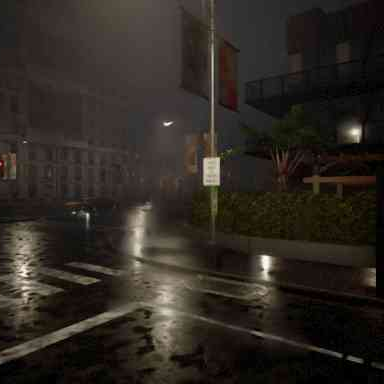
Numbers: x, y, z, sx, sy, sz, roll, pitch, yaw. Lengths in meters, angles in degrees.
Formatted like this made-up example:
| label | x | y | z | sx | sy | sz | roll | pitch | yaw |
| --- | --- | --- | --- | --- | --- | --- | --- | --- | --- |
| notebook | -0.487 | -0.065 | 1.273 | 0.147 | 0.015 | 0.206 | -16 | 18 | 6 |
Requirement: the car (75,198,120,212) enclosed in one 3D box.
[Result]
| label | x | y | z | sx | sy | sz | roll | pitch | yaw |
| --- | --- | --- | --- | --- | --- | --- | --- | --- | --- |
| car | -10.581 | 1.505 | 38.361 | 1.837 | 1.490 | 4.892 | 0 | 0 | 36 |

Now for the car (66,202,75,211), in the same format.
| label | x | y | z | sx | sy | sz | roll | pitch | yaw |
| --- | --- | --- | --- | --- | --- | --- | --- | --- | --- |
| car | -13.077 | 1.478 | 40.905 | 1.882 | 1.535 | 5.008 | 0 | 0 | 35 |
